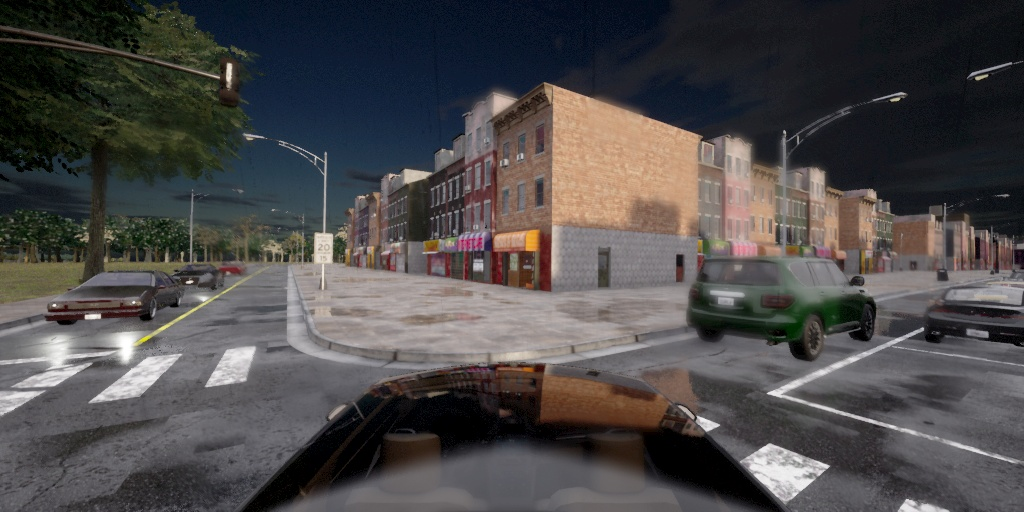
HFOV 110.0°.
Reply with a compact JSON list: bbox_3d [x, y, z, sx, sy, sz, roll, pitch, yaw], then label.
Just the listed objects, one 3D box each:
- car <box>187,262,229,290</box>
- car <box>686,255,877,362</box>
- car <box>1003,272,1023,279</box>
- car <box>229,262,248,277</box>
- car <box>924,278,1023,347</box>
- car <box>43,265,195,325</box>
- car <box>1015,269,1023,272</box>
[{"bbox_3d":[-17.449,1.147,19.930,1.994,1.385,4.181,1,-1,-32],"label":"car"},{"bbox_3d":[6.510,1.017,8.551,5.566,2.045,2.150,1,-1,-32],"label":"car"},{"bbox_3d":[16.249,1.392,11.593,4.829,1.417,1.751,0,0,-32],"label":"car"},{"bbox_3d":[-24.974,1.185,32.014,1.895,1.301,4.718,1,-1,-32],"label":"car"},{"bbox_3d":[11.313,1.365,8.464,4.403,1.370,2.007,0,0,-32],"label":"car"},{"bbox_3d":[-12.167,1.157,11.470,2.033,1.411,5.357,1,0,-32],"label":"car"},{"bbox_3d":[25.690,1.417,17.577,4.097,1.591,1.967,0,0,-32],"label":"car"}]
